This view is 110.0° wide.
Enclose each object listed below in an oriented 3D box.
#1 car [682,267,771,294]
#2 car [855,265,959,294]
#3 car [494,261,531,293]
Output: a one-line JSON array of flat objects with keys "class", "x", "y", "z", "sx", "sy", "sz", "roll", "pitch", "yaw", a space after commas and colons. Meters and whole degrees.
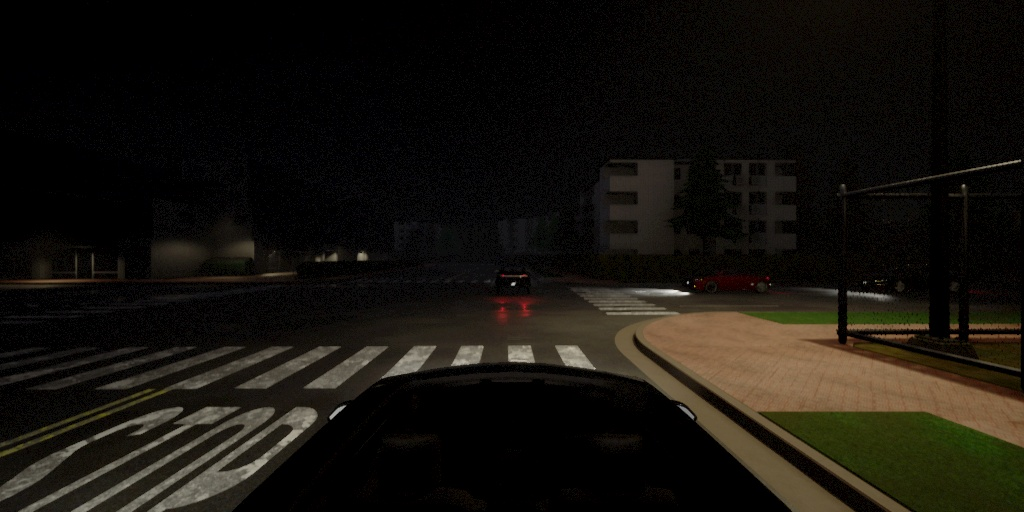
[{"class": "car", "x": 11.600, "y": 1.284, "z": 19.585, "sx": 4.181, "sy": 1.385, "sz": 1.994, "roll": 0, "pitch": 0, "yaw": 0}, {"class": "car", "x": 21.745, "y": 1.225, "z": 19.637, "sx": 4.892, "sy": 1.490, "sz": 1.837, "roll": 0, "pitch": 0, "yaw": 0}, {"class": "car", "x": 0.053, "y": 1.227, "z": 20.705, "sx": 2.128, "sy": 1.511, "sz": 4.902, "roll": 0, "pitch": 0, "yaw": 0}]
